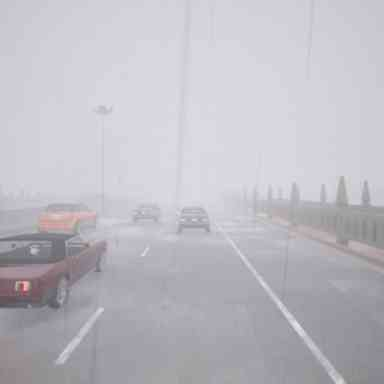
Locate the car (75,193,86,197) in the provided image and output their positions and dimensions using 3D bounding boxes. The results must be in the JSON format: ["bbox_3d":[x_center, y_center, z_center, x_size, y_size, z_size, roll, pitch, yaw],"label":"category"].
[{"bbox_3d":[-17.536,1.222,54.185,2.150,2.045,5.566,0,0,1],"label":"car"}]

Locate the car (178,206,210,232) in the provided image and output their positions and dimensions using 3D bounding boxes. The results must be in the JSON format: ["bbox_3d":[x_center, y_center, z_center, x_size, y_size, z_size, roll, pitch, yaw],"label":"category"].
[{"bbox_3d":[0.105,1.548,20.294,2.033,1.411,5.357,0,0,0],"label":"car"}]

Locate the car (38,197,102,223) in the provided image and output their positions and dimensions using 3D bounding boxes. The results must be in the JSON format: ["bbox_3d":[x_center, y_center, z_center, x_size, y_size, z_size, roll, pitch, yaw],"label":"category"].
[{"bbox_3d":[-6.896,1.353,19.000,2.097,1.767,4.553,0,0,0],"label":"car"}]

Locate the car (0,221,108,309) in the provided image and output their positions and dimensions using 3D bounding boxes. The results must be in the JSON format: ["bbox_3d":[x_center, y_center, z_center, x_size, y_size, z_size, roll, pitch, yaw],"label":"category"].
[{"bbox_3d":[-3.398,1.601,7.782,1.895,1.301,4.718,0,0,0],"label":"car"}]

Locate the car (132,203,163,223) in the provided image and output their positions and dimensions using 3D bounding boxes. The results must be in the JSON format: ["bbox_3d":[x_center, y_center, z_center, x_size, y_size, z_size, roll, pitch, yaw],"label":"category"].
[{"bbox_3d":[-3.395,1.549,25.885,2.033,1.411,5.357,0,0,0],"label":"car"}]

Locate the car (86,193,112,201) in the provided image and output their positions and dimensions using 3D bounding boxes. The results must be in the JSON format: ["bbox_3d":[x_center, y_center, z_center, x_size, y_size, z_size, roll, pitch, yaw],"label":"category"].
[{"bbox_3d":[-14.046,1.223,51.672,2.150,2.045,5.566,0,0,0],"label":"car"}]
